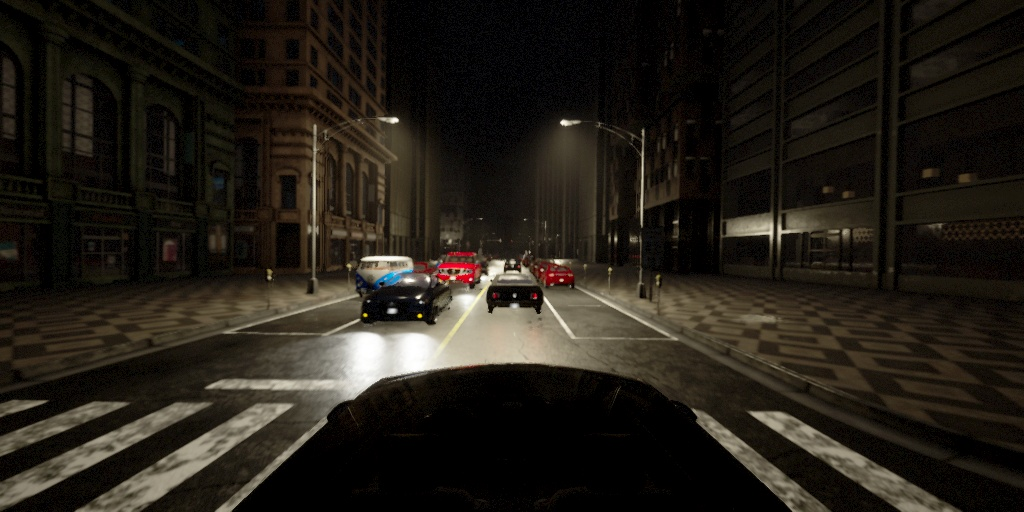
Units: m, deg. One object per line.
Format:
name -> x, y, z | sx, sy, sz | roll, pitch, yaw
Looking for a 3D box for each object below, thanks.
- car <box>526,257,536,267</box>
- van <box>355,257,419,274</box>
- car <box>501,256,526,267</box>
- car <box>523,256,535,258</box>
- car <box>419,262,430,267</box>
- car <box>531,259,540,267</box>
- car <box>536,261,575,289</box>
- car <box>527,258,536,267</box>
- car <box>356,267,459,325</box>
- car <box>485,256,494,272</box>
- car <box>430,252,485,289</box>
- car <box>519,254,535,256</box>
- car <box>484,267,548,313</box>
car -> 2.710, 1.060, 38.940 | 1.751, 1.417, 4.829 | 0, 0, 0
van -> -5.800, 0.916, 16.671 | 1.690, 1.789, 3.998 | 0, 0, 0
car -> 0.049, 1.054, 37.296 | 2.033, 1.411, 5.357 | 1, 0, 0
car -> 2.688, 0.999, 49.821 | 1.888, 1.381, 4.507 | 0, 0, 0
car -> -5.809, 1.079, 22.196 | 1.888, 1.381, 4.507 | 0, 0, 0
car -> 2.734, 1.160, 27.720 | 1.888, 1.381, 4.507 | 0, 0, 0
car -> 2.745, 1.201, 22.194 | 1.888, 1.381, 4.507 | 0, 0, 0
car -> 2.722, 1.120, 33.245 | 1.888, 1.381, 4.507 | 0, 0, 0
car -> -3.093, 1.219, 11.280 | 1.994, 1.385, 4.181 | 1, 0, 0
car -> -3.126, 1.033, 34.024 | 2.033, 1.411, 5.357 | 1, 0, 0
car -> -3.104, 0.796, 21.841 | 2.150, 2.045, 5.566 | 1, 0, 0
car -> 2.676, 0.728, 55.346 | 2.192, 1.841, 5.009 | 0, 0, 0
car -> 0.089, 1.283, 13.638 | 1.895, 1.301, 4.718 | 1, 0, 0
